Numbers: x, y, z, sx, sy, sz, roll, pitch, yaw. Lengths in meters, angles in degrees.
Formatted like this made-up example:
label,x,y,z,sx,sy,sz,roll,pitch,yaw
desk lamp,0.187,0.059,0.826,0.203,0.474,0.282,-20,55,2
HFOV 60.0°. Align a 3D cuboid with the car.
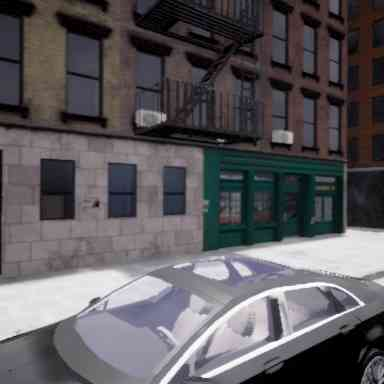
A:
label,x,y,z,sx,sy,sz,roll,pitch,yaw
car,0.121,1.492,3.141,4.902,1.511,2.128,0,0,-35
